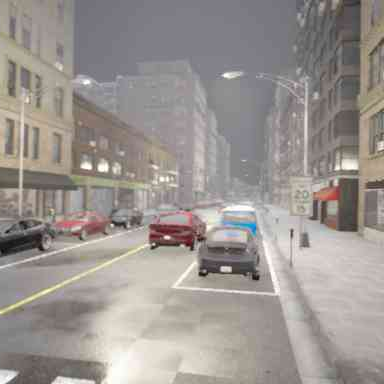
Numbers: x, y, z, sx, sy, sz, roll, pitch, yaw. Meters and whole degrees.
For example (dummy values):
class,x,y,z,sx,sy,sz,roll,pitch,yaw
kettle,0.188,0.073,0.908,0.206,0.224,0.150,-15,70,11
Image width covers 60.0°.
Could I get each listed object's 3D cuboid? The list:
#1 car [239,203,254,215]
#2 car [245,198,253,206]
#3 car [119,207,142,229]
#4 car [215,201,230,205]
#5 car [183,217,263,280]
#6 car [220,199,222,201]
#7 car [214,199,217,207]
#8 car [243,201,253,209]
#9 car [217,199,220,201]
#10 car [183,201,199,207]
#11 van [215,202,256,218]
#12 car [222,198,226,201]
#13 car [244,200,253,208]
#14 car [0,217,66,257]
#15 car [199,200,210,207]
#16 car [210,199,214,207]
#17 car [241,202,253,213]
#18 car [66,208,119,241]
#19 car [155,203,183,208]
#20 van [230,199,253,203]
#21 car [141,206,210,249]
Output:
class,x,y,z,sx,sy,sz,roll,pitch,yaw
car,7.230,2.224,43.929,1.802,1.307,4.206,1,-1,10
car,15.244,2.598,88.675,2.192,1.841,5.009,1,-1,10
car,-4.672,1.745,22.974,1.947,1.339,4.313,1,-1,10
car,4.409,2.173,42.610,1.895,1.301,4.718,1,-1,10
car,1.224,1.706,10.372,2.008,1.369,4.403,1,-1,10
car,5.341,2.424,78.903,1.967,1.590,4.097,1,-1,10
car,3.337,2.369,67.716,1.887,1.381,4.507,1,-1,10
car,11.235,2.508,66.301,1.887,1.381,4.507,1,-1,10
car,4.338,2.470,73.309,1.947,1.339,4.313,1,-1,10
car,-0.668,2.069,45.344,1.947,1.339,4.313,1,-1,10
van,2.229,1.578,15.967,1.690,1.788,3.998,1,-1,10
car,7.344,2.584,90.088,1.967,1.590,4.097,1,-1,10
car,12.238,2.484,71.895,1.967,1.590,4.097,1,-1,10
car,-6.675,1.582,11.788,1.947,1.339,4.313,1,-1,10
car,1.335,2.208,56.531,1.887,1.381,4.507,1,-1,10
car,2.336,2.295,62.123,2.008,1.369,4.403,1,-1,10
car,8.262,2.250,49.690,1.752,1.417,4.829,1,-1,10
car,-5.674,1.680,17.380,1.802,1.307,4.206,1,-1,10
car,-2.670,1.892,34.159,2.008,1.369,4.403,1,-1,10
van,4.231,1.741,27.153,1.690,1.788,3.998,1,-1,10
car,-0.504,1.654,15.320,1.882,1.535,5.008,1,-1,11
